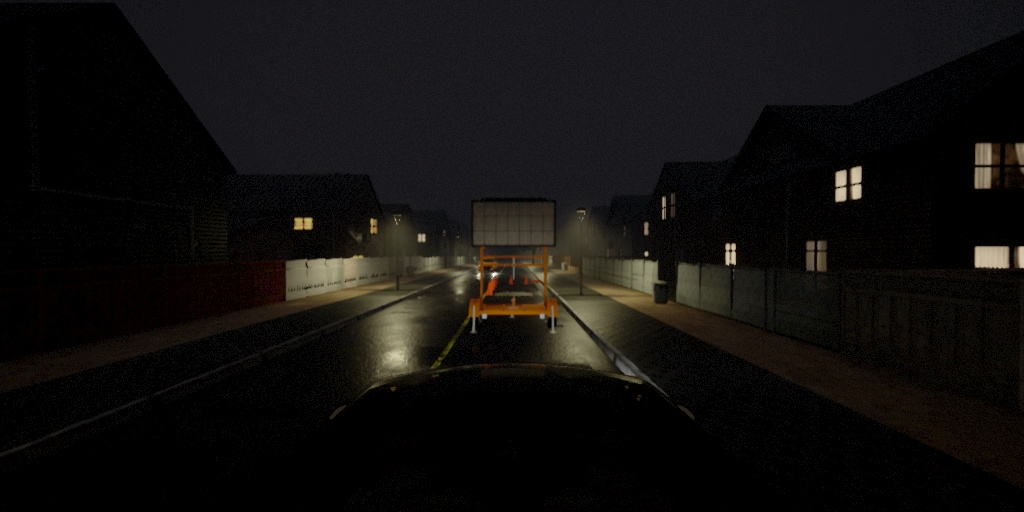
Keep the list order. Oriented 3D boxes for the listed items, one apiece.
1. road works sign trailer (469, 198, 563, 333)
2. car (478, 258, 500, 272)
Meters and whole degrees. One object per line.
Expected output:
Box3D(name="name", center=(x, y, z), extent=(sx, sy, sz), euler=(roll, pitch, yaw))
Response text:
Box3D(name="road works sign trailer", center=(0.048, 0.134, 10.399), extent=(2.380, 3.560, 2.880), euler=(0, 0, 1))
Box3D(name="car", center=(-2.662, 0.951, 39.389), extent=(1.882, 1.535, 5.008), euler=(0, 0, 0))
